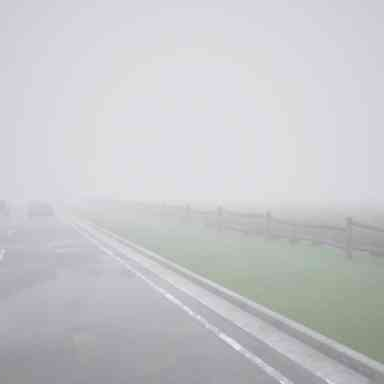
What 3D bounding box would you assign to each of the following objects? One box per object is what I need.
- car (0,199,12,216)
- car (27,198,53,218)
[{"bbox_3d":[-18.442,1.470,31.622,1.837,1.490,4.892,0,-1,-26],"label":"car"},{"bbox_3d":[-13.557,1.540,29.669,1.994,1.385,4.181,0,0,-27],"label":"car"}]
